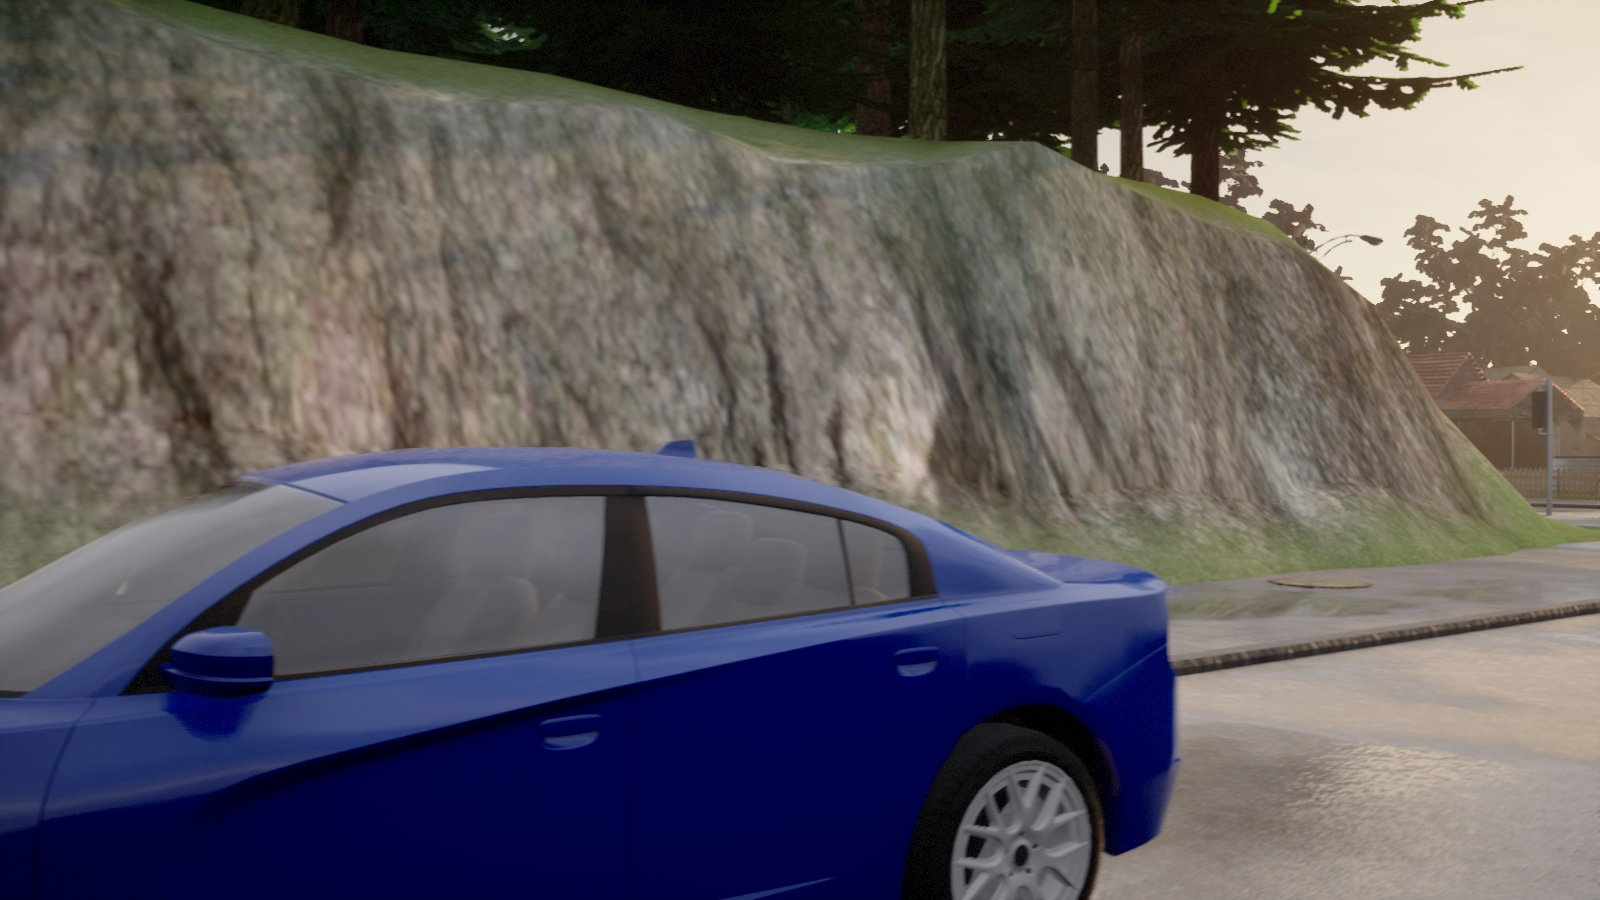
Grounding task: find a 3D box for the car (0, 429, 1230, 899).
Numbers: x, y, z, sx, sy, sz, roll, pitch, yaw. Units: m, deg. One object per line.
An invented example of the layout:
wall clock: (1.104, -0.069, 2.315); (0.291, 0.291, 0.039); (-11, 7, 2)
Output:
car: (-1.198, 0.735, 3.435); (5.008, 1.535, 1.882); (0, 0, -35)
